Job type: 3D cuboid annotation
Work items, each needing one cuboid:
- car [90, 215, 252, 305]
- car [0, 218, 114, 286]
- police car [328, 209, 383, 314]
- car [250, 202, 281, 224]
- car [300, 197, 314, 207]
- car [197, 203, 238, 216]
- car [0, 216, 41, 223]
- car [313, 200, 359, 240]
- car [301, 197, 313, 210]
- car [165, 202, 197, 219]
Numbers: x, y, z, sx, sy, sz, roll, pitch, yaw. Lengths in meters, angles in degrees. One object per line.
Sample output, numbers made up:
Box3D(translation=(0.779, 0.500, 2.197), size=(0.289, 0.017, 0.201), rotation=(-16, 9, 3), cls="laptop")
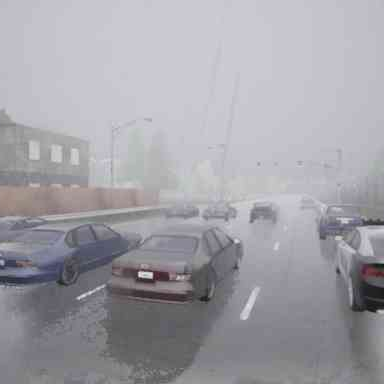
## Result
Box3D(translation=(-0.017, 1.546, 8.365), size=(2.033, 1.411, 5.357), rotation=(0, 0, 19), cls="car")
Box3D(translation=(-3.319, 1.547, 9.492), size=(2.033, 1.411, 5.357), rotation=(0, 0, 18), cls="car")
Box3D(translation=(4.390, 1.425, 7.494), size=(1.930, 1.638, 5.238), rotation=(0, 0, 18), cls="police car")
Box3D(translation=(5.573, 1.502, 25.230), size=(1.837, 1.490, 4.892), rotation=(0, 0, 18), cls="car")
Box3D(translation=(18.398, 1.545, 53.152), size=(2.033, 1.411, 5.357), rotation=(0, 0, 18), cls="car")
Box3D(translation=(2.328, 1.546, 26.566), size=(2.033, 1.411, 5.357), rotation=(0, 0, 18), cls="car")
Box3D(translation=(-6.122, 1.562, 12.171), size=(1.994, 1.385, 4.181), rotation=(0, 0, 18), cls="car")
Box3D(translation=(7.488, 1.351, 16.854), size=(2.097, 1.767, 4.553), rotation=(0, 0, 18), cls="car")
Box3D(translation=(14.570, 1.599, 41.517), size=(1.895, 1.301, 4.718), rotation=(0, 0, 19), cls="car")
Box3D(translation=(-0.740, 1.562, 28.433), size=(1.994, 1.385, 4.181), rotation=(0, 0, 18), cls="car")
